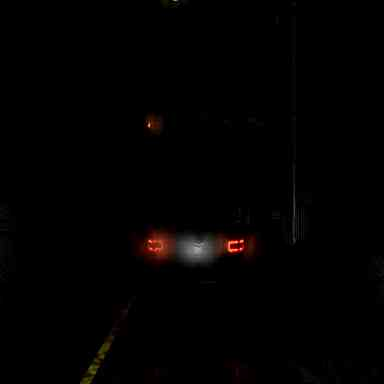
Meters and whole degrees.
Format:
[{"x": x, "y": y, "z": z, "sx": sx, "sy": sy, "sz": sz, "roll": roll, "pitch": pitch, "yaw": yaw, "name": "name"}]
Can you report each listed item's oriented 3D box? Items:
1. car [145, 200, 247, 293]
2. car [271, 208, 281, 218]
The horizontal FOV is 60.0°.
[{"x": 0.079, "y": 1.222, "z": 9.021, "sx": 2.150, "sy": 2.045, "sz": 5.566, "roll": 0, "pitch": 0, "yaw": 0, "name": "car"}, {"x": 9.049, "y": 1.588, "z": 27.643, "sx": 4.718, "sy": 1.301, "sz": 1.895, "roll": 0, "pitch": 0, "yaw": -10, "name": "car"}]
